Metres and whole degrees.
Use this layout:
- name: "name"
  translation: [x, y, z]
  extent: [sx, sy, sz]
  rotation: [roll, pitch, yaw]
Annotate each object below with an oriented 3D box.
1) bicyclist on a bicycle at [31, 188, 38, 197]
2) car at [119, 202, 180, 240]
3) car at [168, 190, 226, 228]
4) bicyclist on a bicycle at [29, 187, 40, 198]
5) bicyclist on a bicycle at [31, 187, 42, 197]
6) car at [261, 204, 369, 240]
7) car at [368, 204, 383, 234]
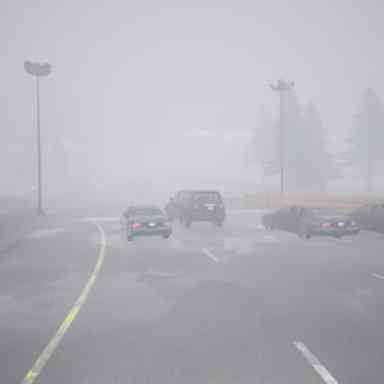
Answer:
- name: "bicyclist on a bicycle"
  translation: [-31.624, 0.090, 68.567]
  extent: [0.582, 1.620, 1.656]
  rotation: [1, -20, 22]
- name: "car"
  translation: [-2.309, 1.301, 15.636]
  extent: [2.033, 1.411, 5.357]
  rotation: [-1, 1, -17]
- name: "car"
  translation: [0.047, 0.874, 19.521]
  extent: [2.150, 2.045, 5.566]
  rotation: [-1, 1, -19]
- name: "bicyclist on a bicycle"
  translation: [-32.631, 0.086, 68.979]
  extent: [0.582, 1.620, 1.656]
  rotation: [1, -22, 21]
- name: "bicyclist on a bicycle"
  translation: [-32.154, 0.086, 68.788]
  extent: [0.582, 1.620, 1.656]
  rotation: [-1, -22, 20]
- name: "car"
  translation: [5.109, 1.256, 15.280]
  extent: [2.033, 1.411, 5.357]
  rotation: [-1, 1, -15]
- name: "car"
  translation: [8.728, 1.233, 15.159]
  extent: [2.033, 1.411, 5.357]
  rotation: [-1, 1, -14]
